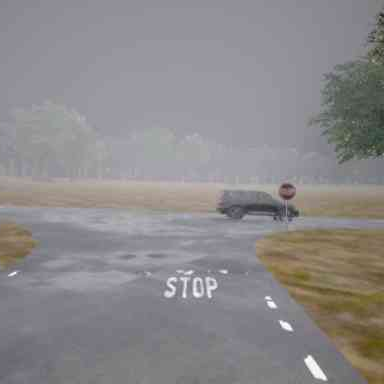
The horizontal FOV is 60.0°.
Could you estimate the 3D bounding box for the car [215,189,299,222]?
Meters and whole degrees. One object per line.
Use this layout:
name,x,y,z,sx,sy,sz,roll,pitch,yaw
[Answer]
car,4.398,0.909,22.705,5.566,2.045,2.150,2,0,-3
